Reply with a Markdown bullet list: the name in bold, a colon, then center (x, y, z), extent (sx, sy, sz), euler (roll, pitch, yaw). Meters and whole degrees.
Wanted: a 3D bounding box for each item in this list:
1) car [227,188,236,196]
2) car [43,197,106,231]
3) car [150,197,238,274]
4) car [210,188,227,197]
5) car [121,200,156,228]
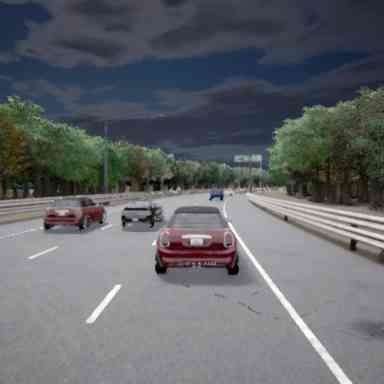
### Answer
- **car**: center (8.997, -0.032, 83.221), extent (2.150, 2.045, 5.566), euler (0, 1, 13)
- **car**: center (-6.384, 1.066, 18.676), extent (2.097, 1.767, 4.553), euler (0, 1, 3)
- **car**: center (0.175, 1.200, 10.224), extent (2.097, 1.767, 4.553), euler (0, 1, 2)
- **car**: center (4.431, 0.359, 58.198), extent (2.150, 2.045, 5.566), euler (0, 1, 9)
- **car**: center (-2.830, 1.196, 19.695), extent (2.128, 1.511, 4.902), euler (0, 1, 3)
